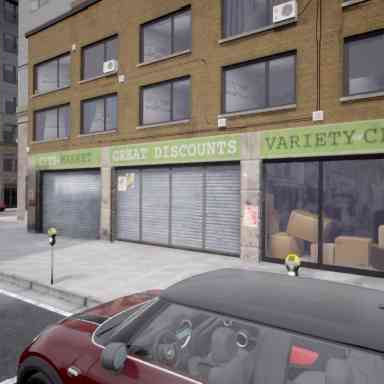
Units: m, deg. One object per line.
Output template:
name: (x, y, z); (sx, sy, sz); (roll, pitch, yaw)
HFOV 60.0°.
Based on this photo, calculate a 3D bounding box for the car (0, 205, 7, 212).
car: (-19.421, 1.458, 29.770); (1.895, 1.301, 4.718); (1, 1, 34)

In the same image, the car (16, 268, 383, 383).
car: (0.247, 1.440, 2.889); (4.097, 1.590, 1.967); (0, 1, 35)
